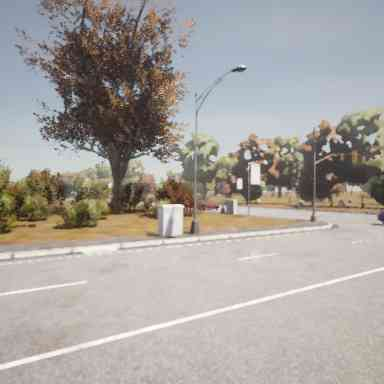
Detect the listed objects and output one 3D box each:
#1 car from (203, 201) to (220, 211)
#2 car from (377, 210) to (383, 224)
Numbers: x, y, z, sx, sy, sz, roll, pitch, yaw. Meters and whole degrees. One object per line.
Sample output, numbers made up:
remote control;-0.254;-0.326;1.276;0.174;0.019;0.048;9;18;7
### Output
car;1.814;1.832;45.826;1.895;1.301;4.718;1;0;-34
car;15.686;1.756;23.626;1.812;1.442;4.674;1;0;-32
